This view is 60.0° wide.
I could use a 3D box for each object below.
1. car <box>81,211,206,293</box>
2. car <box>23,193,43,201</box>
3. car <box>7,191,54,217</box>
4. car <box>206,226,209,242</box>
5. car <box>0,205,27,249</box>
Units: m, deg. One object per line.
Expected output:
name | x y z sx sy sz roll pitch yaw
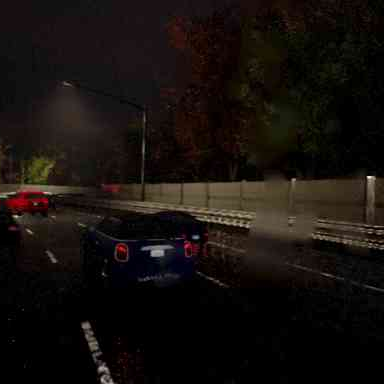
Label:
car | -1.720 1.350 9.235 2.097 1.767 4.553 2 0 -27
car | -30.961 0.951 65.009 1.994 1.385 4.181 2 0 -3
car | -13.514 0.953 27.260 2.150 2.045 5.566 2 0 -39
car | -0.963 1.580 15.108 1.812 1.442 4.674 2 0 -30
car | -7.933 1.390 13.135 1.994 1.385 4.181 2 0 -31
